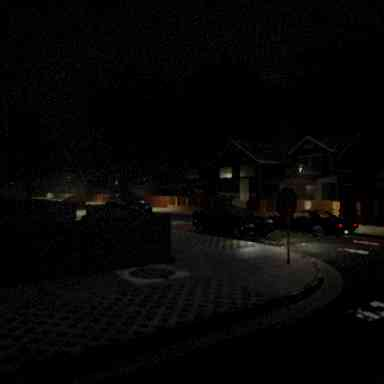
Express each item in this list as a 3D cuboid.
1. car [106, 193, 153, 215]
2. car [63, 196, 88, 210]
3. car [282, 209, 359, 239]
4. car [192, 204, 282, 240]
[{"bbox_3d":[-5.330,1.100,27.501,2.150,2.045,5.566,0,0,-35],"label":"car"},{"bbox_3d":[-14.055,1.284,39.981,1.882,1.535,5.008,0,0,-35],"label":"car"},{"bbox_3d":[5.805,1.546,17.148,1.895,1.301,4.718,0,0,-37],"label":"car"},{"bbox_3d":[1.932,1.413,17.073,1.882,1.535,5.008,0,0,-33],"label":"car"}]
